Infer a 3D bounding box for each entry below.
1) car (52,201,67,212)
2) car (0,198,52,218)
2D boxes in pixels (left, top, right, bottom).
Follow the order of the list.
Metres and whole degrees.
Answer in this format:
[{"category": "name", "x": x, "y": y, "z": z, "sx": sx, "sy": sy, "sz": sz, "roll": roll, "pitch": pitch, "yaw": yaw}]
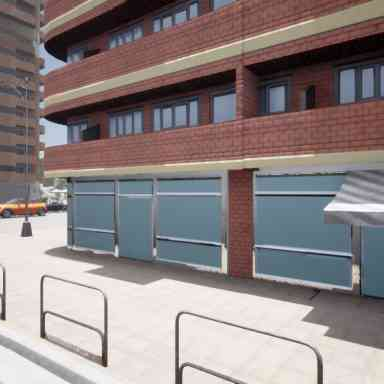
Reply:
[{"category": "car", "x": -15.392, "y": 1.601, "z": 35.841, "sx": 1.895, "sy": 1.301, "sz": 4.718, "roll": 0, "pitch": 0, "yaw": 36}, {"category": "car", "x": -15.505, "y": 1.352, "z": 29.755, "sx": 2.097, "sy": 1.767, "sz": 4.553, "roll": 0, "pitch": 0, "yaw": 36}]
